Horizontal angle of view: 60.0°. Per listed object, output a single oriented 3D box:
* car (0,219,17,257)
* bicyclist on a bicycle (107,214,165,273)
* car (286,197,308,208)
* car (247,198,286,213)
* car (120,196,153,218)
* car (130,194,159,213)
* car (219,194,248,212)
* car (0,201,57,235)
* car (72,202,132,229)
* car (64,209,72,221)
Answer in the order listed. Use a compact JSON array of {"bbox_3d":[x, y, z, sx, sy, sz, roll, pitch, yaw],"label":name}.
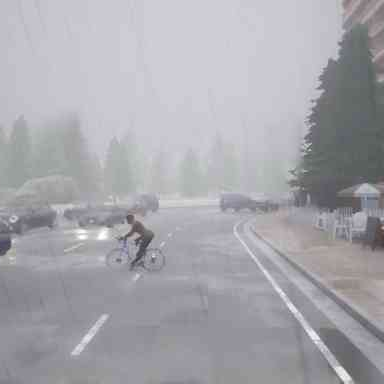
[{"bbox_3d":[-6.794,1.601,8.447,1.895,1.301,4.718,0,0,3],"label":"car"},{"bbox_3d":[-1.573,1.452,9.289,1.656,1.620,0.582,0,0,2],"label":"bicyclist on a bicycle"},{"bbox_3d":[14.591,1.491,47.819,4.902,1.511,2.128,0,0,-35],"label":"car"},{"bbox_3d":[8.455,1.504,37.544,1.837,1.490,4.892,0,0,37],"label":"car"},{"bbox_3d":[-5.042,1.330,26.609,1.812,1.442,4.674,0,0,15],"label":"car"},{"bbox_3d":[-5.563,1.221,35.012,2.150,2.045,5.566,0,0,25],"label":"car"},{"bbox_3d":[5.364,1.221,39.223,2.150,2.045,5.566,0,0,36],"label":"car"},{"bbox_3d":[-9.570,1.351,18.742,2.097,1.767,4.553,0,0,7],"label":"car"},{"bbox_3d":[-5.727,1.564,21.763,1.994,1.385,4.181,0,0,8],"label":"car"},{"bbox_3d":[-8.434,1.600,27.471,1.895,1.301,4.718,0,0,15],"label":"car"}]
